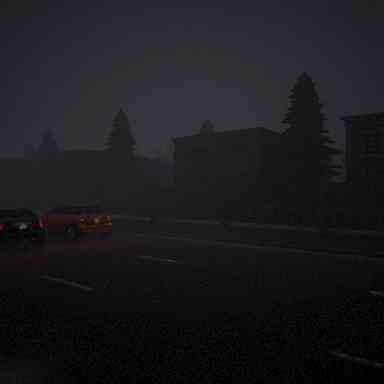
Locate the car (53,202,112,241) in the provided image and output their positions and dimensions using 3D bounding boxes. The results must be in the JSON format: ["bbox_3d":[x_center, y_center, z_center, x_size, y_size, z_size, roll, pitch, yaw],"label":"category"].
[{"bbox_3d":[-6.212,1.363,16.898,4.553,1.767,2.097,0,0,36],"label":"car"}]

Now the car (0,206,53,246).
[{"bbox_3d":[-8.244,1.363,14.049,4.553,1.767,2.097,0,0,36],"label":"car"}]
